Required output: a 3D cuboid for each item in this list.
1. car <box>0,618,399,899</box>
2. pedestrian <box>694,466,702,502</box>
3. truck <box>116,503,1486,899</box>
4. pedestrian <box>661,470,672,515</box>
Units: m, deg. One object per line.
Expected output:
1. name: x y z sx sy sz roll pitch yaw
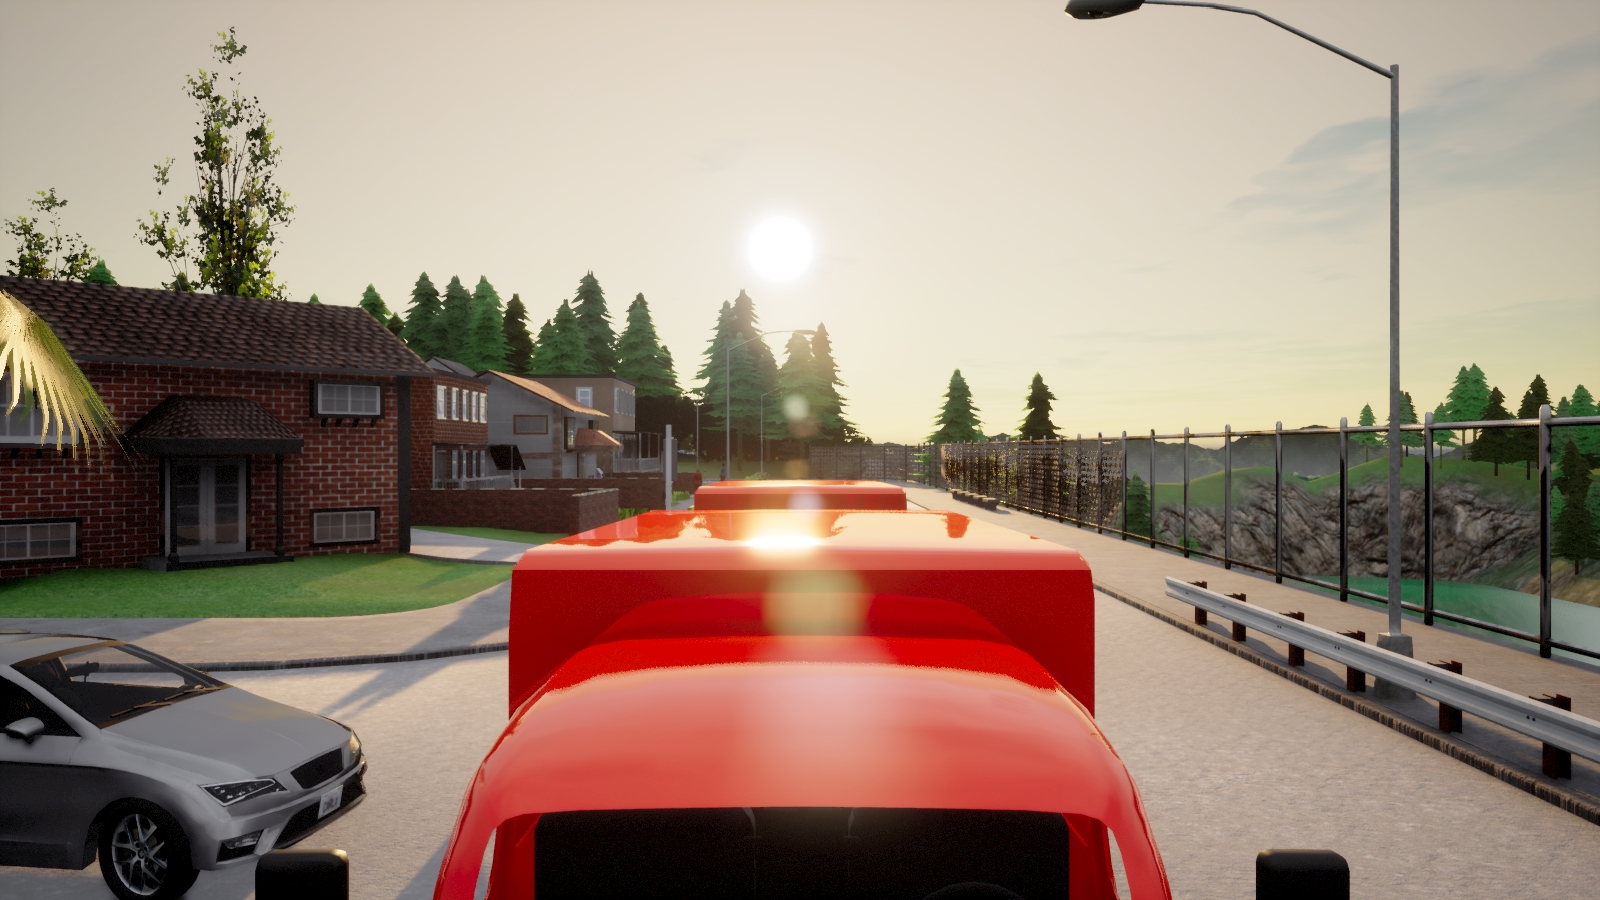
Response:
1. car: -5.218 2.069 7.982 4.193 1.474 1.816 0 0 8
2. pedestrian: -5.293 1.769 59.297 0.375 1.860 0.375 0 0 0
3. truck: 0.003 1.571 4.792 2.627 2.467 5.204 0 0 0
4. pedestrian: -5.576 1.764 47.713 0.375 1.860 0.375 0 0 -18
